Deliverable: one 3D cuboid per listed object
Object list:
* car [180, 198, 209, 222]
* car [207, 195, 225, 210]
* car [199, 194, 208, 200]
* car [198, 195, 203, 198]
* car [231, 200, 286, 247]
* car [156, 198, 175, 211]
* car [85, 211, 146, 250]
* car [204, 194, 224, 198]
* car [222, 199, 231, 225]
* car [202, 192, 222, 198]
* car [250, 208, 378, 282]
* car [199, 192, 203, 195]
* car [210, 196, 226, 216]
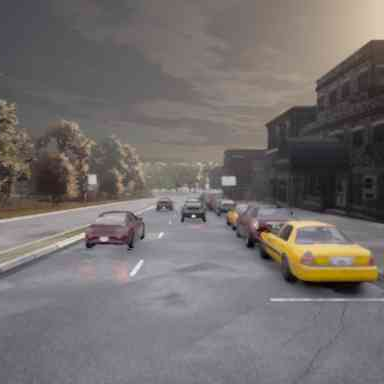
[{"bbox_3d":[0.106,1.481,26.445,1.837,1.490,4.892,0,0,0],"label":"car"},{"bbox_3d":[3.230,1.446,37.155,2.231,1.521,4.892,0,0,0],"label":"car"},{"bbox_3d":[3.213,1.424,92.442,2.163,1.488,4.792,0,0,0],"label":"car"},{"bbox_3d":[0.101,1.486,42.993,1.812,1.442,4.674,0,0,0],"label":"car"},{"bbox_3d":[3.235,1.340,15.028,2.185,1.767,4.553,0,0,0],"label":"car"},{"bbox_3d":[-3.146,1.468,39.535,1.837,1.490,4.892,0,0,0],"label":"car"},{"bbox_3d":[-3.142,1.513,14.190,1.812,1.442,4.674,0,0,0],"label":"car"},{"bbox_3d":[3.225,1.432,48.521,1.946,1.575,5.366,0,0,0],"label":"car"},{"bbox_3d":[3.235,1.457,20.771,1.946,1.575,5.366,0,0,0],"label":"car"},{"bbox_3d":[3.223,1.304,53.830,2.185,1.767,4.553,0,0,0],"label":"car"},{"bbox_3d":[3.229,1.468,9.718,1.946,1.575,5.366,0,0,0],"label":"car"},{"bbox_3d":[3.215,1.158,75.864,2.435,2.045,5.566,0,0,0],"label":"car"},{"bbox_3d":[3.230,1.451,31.629,2.231,1.521,4.892,0,0,0],"label":"car"}]
